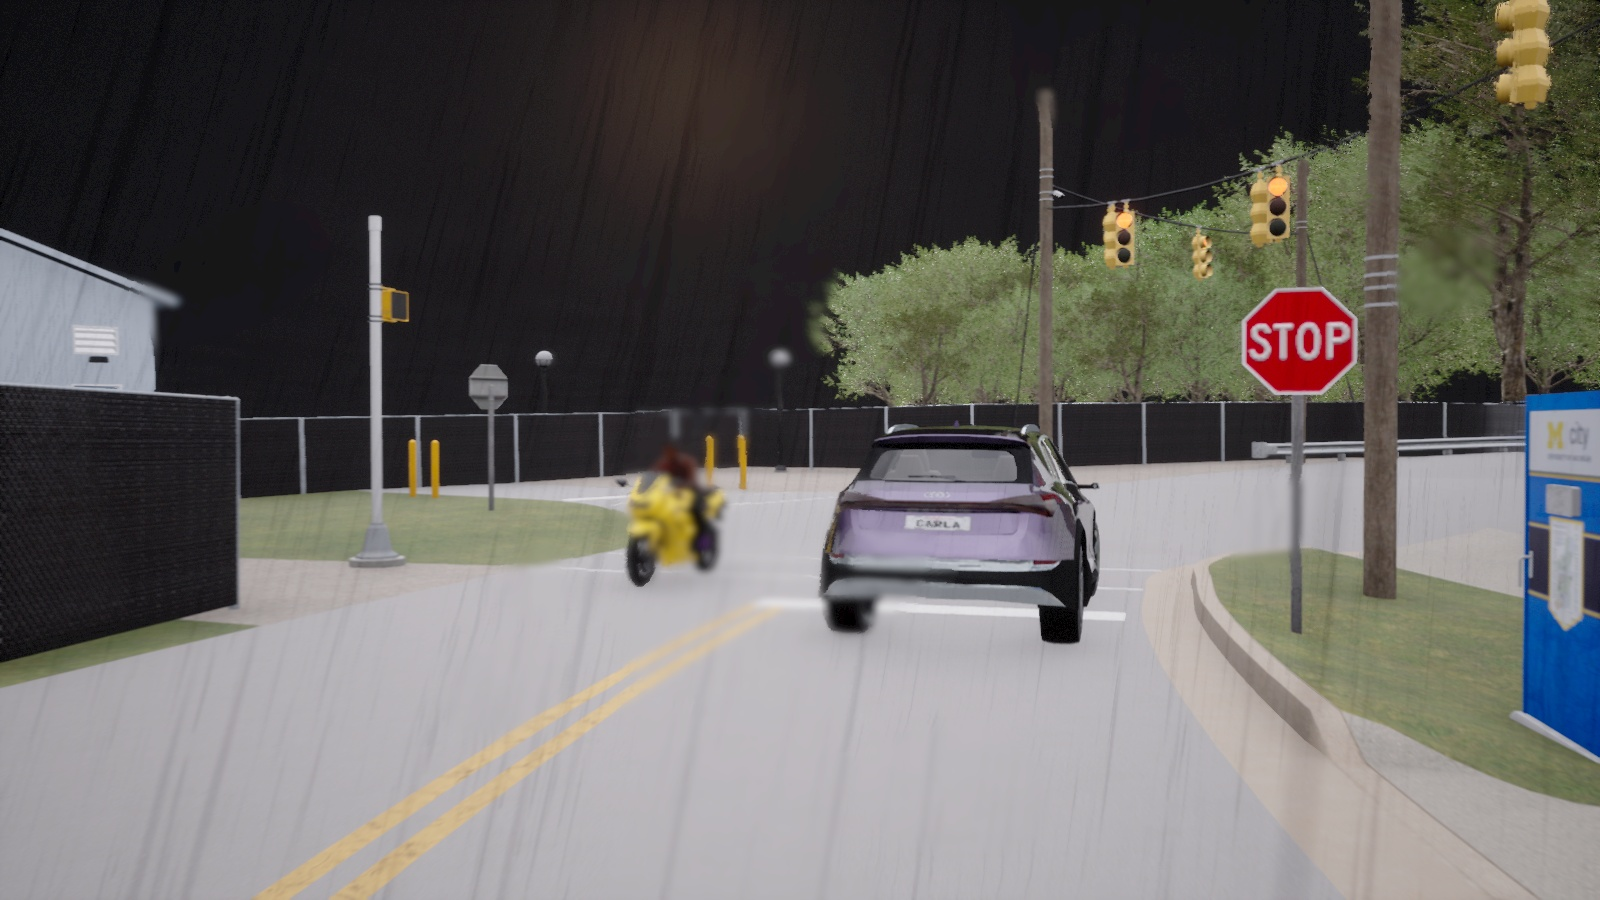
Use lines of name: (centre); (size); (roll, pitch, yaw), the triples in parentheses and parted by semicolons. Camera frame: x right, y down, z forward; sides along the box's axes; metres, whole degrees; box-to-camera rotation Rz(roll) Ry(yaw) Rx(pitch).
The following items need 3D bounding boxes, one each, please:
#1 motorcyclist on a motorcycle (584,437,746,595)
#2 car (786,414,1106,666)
motorcyclist on a motorcycle: (-1.376, 0.632, 13.275); (0.797, 1.523, 2.044); (1, 1, 23)
car: (1.523, 0.605, 10.828); (2.033, 1.649, 4.856); (0, 0, 15)
